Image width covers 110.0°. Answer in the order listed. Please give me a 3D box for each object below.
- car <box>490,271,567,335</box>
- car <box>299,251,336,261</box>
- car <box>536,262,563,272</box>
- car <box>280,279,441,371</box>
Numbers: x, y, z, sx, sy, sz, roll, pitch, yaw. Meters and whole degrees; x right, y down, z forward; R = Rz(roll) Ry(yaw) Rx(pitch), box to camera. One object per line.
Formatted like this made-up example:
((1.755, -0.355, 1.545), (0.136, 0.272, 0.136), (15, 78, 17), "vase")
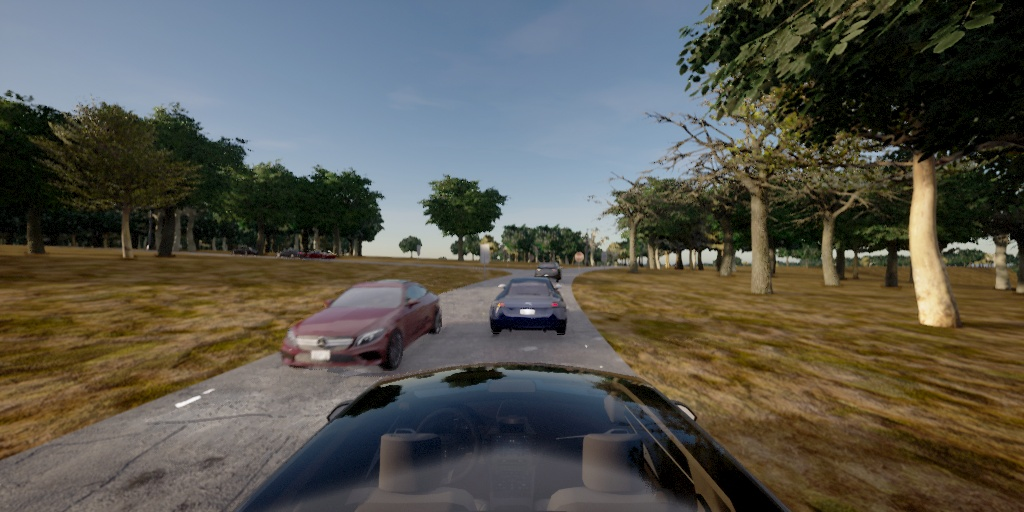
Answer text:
((0.538, 1.314, 10.625), (1.994, 1.385, 4.181), (0, 0, 5), "car")
((-28.924, -0.001, 53.931), (4.718, 1.301, 1.895), (2, -1, 16), "car")
((2.966, 1.244, 28.351), (2.128, 1.511, 4.902), (0, 0, 11), "car")
((-2.851, 1.278, 7.891), (1.812, 1.442, 4.674), (0, 0, 3), "car")
